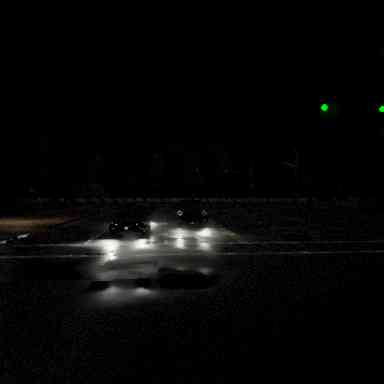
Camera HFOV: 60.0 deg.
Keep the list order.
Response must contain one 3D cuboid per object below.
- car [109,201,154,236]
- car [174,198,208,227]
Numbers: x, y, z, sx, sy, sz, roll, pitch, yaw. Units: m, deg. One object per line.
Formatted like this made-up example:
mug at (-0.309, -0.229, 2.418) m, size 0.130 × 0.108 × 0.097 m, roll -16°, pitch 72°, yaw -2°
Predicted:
car at (-3.339, 1.505, 18.604) m, size 1.837 × 1.490 × 4.892 m, roll 0°, pitch 0°, yaw -3°
car at (-0.144, 1.352, 22.993) m, size 2.097 × 1.767 × 4.553 m, roll 0°, pitch 0°, yaw -5°
